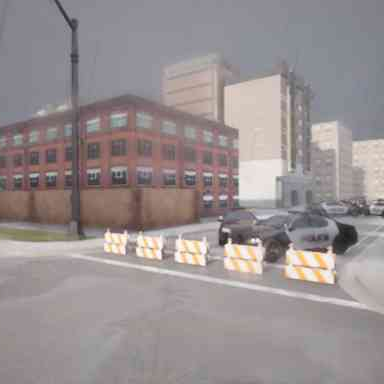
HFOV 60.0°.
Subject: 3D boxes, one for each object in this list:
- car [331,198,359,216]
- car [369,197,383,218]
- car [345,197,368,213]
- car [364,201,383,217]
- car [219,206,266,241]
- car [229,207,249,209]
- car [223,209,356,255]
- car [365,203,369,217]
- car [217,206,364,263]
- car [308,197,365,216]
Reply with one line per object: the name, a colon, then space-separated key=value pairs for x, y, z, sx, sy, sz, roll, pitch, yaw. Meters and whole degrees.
car: x=16.900 y=1.572 z=36.520 sx=1.932 sy=1.855 sz=4.605 roll=-1 pitch=0 yaw=35
car: x=16.950 y=1.323 z=29.220 sx=1.853 sy=1.218 sz=4.536 roll=0 pitch=0 yaw=0
car: x=20.337 y=1.557 z=41.000 sx=1.905 sy=1.878 sz=3.866 roll=-1 pitch=0 yaw=35
car: x=19.384 y=1.733 z=34.662 sx=1.970 sy=1.475 sz=3.806 roll=-1 pitch=0 yaw=35
car: x=2.237 y=1.360 z=15.629 sx=1.853 sy=1.218 sz=4.536 roll=0 pitch=0 yaw=5
car: x=2.234 y=1.517 z=15.576 sx=2.038 sy=1.542 sz=4.974 roll=0 pitch=0 yaw=5
car: x=3.574 y=1.331 z=12.099 sx=4.536 sy=1.218 sz=1.853 roll=0 pitch=0 yaw=-25
car: x=13.220 y=1.517 z=30.911 sx=4.974 sy=1.542 sz=2.038 roll=0 pitch=0 yaw=-5
car: x=3.528 y=1.489 z=12.077 sx=4.974 sy=1.542 sz=2.038 roll=0 pitch=0 yaw=-25
car: x=13.167 y=1.360 z=30.908 sx=4.536 sy=1.218 sz=1.853 roll=0 pitch=0 yaw=-5
